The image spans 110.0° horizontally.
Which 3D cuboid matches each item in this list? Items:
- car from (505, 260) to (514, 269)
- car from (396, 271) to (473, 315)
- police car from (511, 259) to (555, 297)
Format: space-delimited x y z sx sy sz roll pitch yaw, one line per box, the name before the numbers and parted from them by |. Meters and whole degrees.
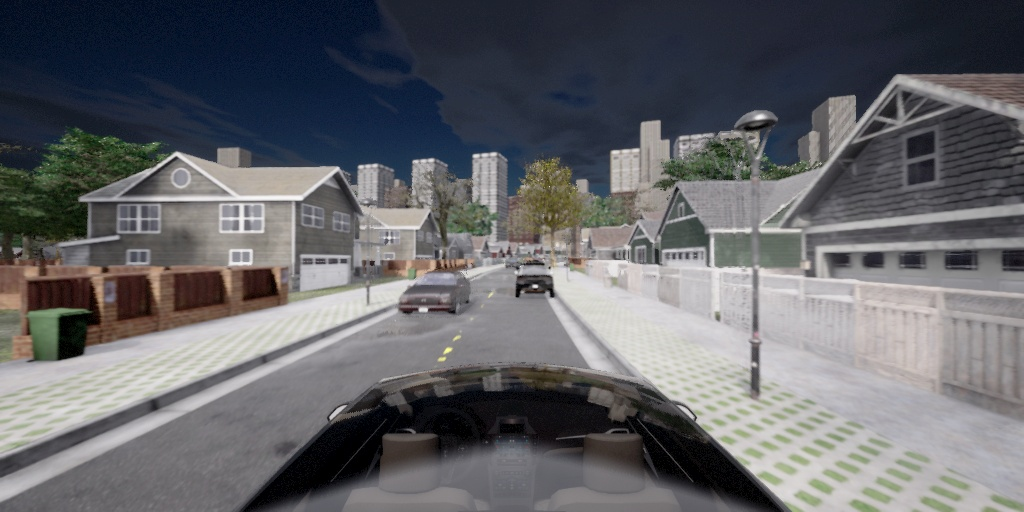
car | 0.171 1.283 55.400 1.994 1.385 4.181 0 0 7
car | -2.672 1.283 13.724 2.033 1.411 5.357 0 0 1
police car | 1.136 1.159 18.766 1.930 1.638 5.238 0 0 2
